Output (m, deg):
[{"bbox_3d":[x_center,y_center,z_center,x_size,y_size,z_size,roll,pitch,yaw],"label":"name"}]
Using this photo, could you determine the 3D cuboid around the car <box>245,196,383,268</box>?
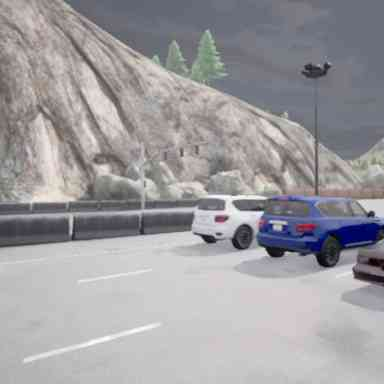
[{"bbox_3d":[4.626,1.170,11.373,5.566,2.045,2.150,1,-1,-38],"label":"car"}]

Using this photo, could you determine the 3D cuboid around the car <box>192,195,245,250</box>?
[{"bbox_3d":[2.609,1.170,14.256,5.566,2.045,2.150,1,0,-36],"label":"car"}]

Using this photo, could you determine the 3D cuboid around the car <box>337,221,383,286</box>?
[{"bbox_3d":[6.075,1.506,8.140,5.357,1.411,2.033,0,0,-35],"label":"car"}]
